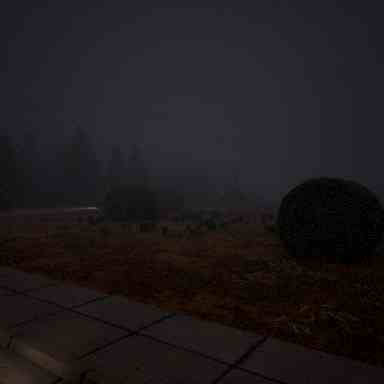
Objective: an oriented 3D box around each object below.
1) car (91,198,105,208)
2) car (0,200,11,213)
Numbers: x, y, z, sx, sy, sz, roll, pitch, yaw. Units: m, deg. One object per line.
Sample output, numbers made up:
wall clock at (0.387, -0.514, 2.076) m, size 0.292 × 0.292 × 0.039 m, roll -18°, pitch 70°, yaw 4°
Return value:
car at (-12.433, 1.552, 47.953) m, size 1.994 × 1.385 × 4.181 m, roll 0°, pitch 0°, yaw 37°
car at (-21.885, 1.487, 35.218) m, size 2.128 × 1.511 × 4.902 m, roll 0°, pitch 0°, yaw 37°
